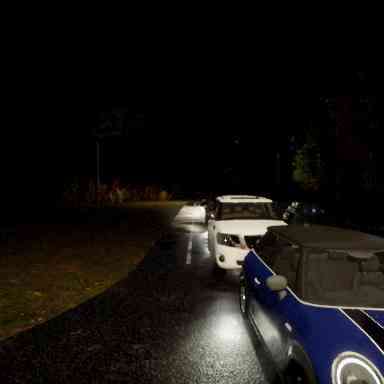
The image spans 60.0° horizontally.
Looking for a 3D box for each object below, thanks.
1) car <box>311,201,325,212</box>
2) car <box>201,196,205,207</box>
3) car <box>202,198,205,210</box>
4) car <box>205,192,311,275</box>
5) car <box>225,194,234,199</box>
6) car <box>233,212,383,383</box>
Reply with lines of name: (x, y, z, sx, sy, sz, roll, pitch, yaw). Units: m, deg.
car: (8.869, 1.408, 26.536, 2.033, 1.411, 5.357, 0, 0, 1)
car: (2.152, 1.263, 46.636, 1.837, 1.490, 4.892, 0, 0, 1)
car: (1.784, 1.363, 21.178, 1.882, 1.535, 5.008, 0, 0, 1)
car: (1.654, 1.160, 10.552, 2.150, 2.045, 5.566, 0, 0, 1)
car: (9.652, 1.133, 86.864, 1.895, 1.301, 4.718, 0, 0, 1)
car: (1.932, 1.338, 4.208, 2.097, 1.767, 4.553, 0, 0, -1)
